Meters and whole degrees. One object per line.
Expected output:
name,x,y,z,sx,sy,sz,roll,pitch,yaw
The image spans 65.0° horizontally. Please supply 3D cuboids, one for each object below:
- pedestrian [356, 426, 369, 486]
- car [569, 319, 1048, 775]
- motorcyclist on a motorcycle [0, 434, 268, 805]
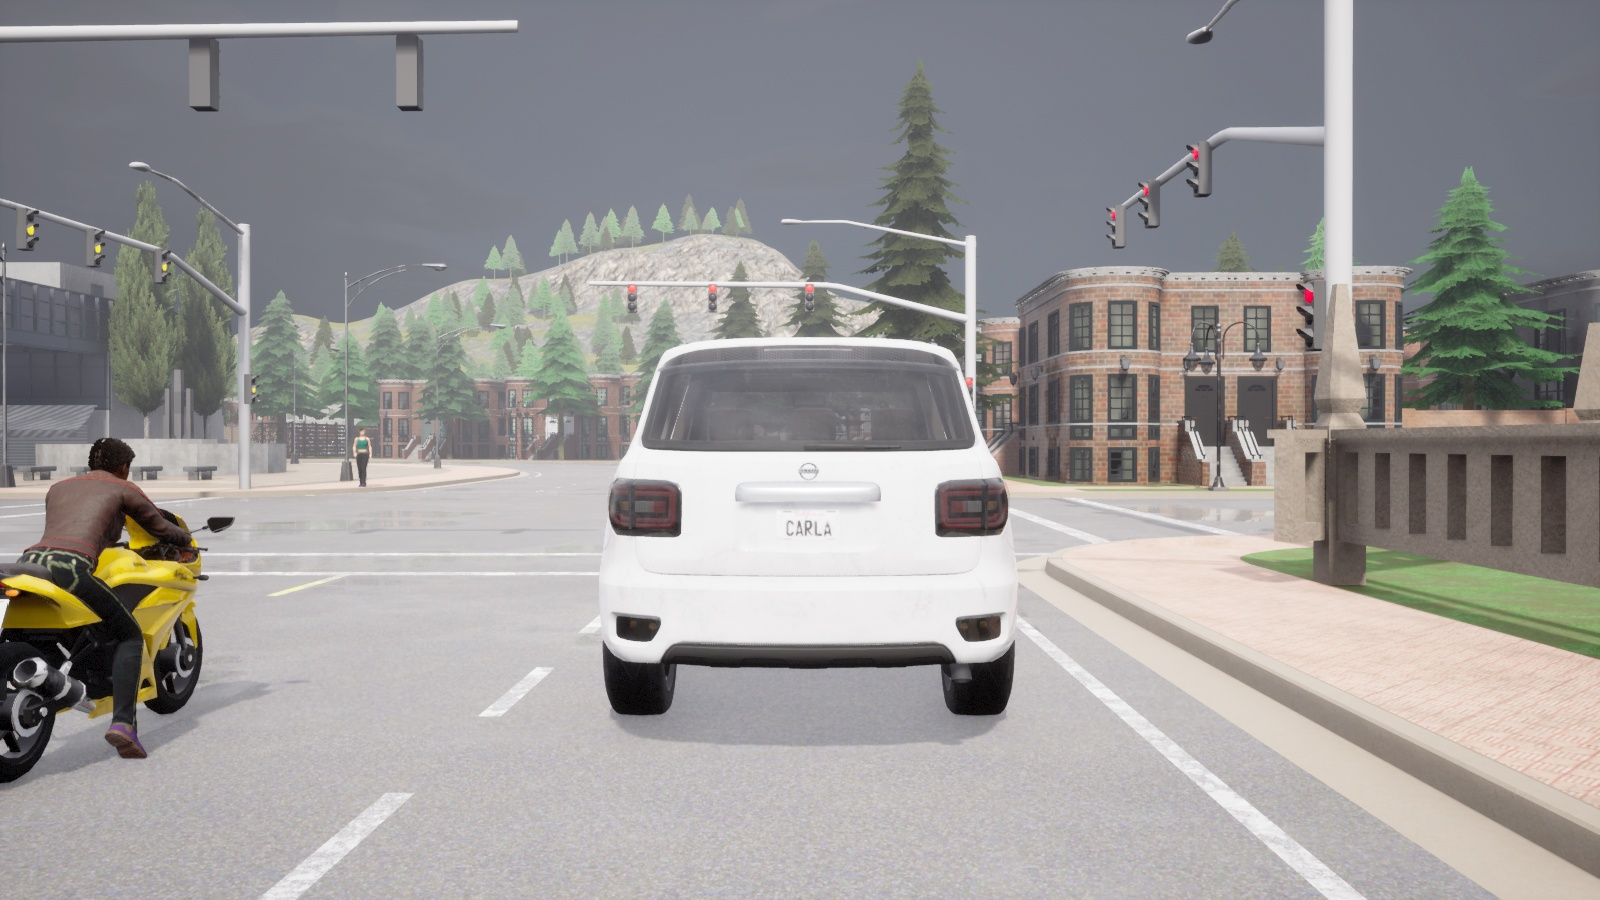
pedestrian,-13.307,0.179,38.211,0.345,1.836,0.594,0,0,-17
car,0.058,0.418,8.421,2.150,2.045,5.566,0,0,0
motorcyclist on a motorcycle,-3.453,0.691,6.178,0.797,1.523,2.044,0,0,0
